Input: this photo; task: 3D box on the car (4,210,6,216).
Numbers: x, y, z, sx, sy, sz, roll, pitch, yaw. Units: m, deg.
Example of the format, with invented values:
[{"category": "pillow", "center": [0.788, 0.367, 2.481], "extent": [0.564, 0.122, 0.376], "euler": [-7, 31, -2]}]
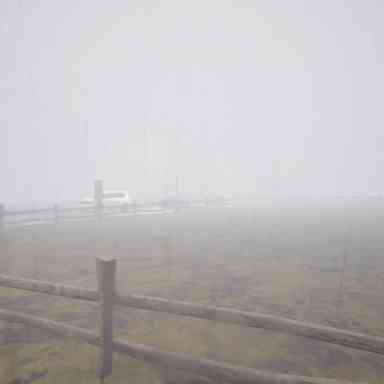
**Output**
[{"category": "car", "center": [-15.568, 1.371, 22.889], "extent": [1.837, 1.490, 4.892], "euler": [1, 1, 36]}]

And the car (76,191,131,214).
[{"category": "car", "center": [-8.540, 0.950, 32.611], "extent": [2.150, 2.045, 5.566], "euler": [1, 1, 36]}]

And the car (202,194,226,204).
[{"category": "car", "center": [3.327, 1.049, 49.001], "extent": [1.994, 1.385, 4.181], "euler": [1, 1, 36]}]

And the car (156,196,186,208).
[{"category": "car", "center": [-2.503, 1.169, 40.981], "extent": [1.994, 1.385, 4.181], "euler": [1, 1, 35]}]
